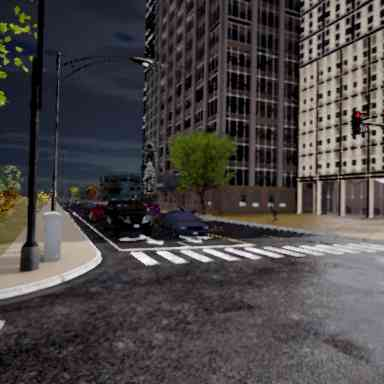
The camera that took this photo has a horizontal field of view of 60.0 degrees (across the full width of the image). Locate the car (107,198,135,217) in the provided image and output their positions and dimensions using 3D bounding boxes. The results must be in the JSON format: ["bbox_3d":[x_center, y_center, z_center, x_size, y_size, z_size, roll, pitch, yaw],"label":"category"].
[{"bbox_3d":[-8.525,1.828,39.530,2.150,2.045,5.566,2,-1,-22],"label":"car"}]

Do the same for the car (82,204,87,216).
[{"bbox_3d":[-11.872,2.066,39.087,2.033,1.411,5.357,2,-1,-23],"label":"car"}]

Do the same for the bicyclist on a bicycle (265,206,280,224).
[{"bbox_3d":[7.252,2.063,29.954,1.656,1.620,0.582,2,-1,-23],"label":"bicyclist on a bicycle"}]

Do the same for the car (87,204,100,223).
[{"bbox_3d":[-7.895,1.877,29.595,1.882,1.535,5.008,2,-1,-23],"label":"car"}]

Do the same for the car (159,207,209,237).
[{"bbox_3d":[-0.695,1.921,20.918,2.033,1.411,5.357,2,-1,-20],"label":"car"}]

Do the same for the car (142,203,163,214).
[{"bbox_3d":[-6.044,2.438,50.613,1.812,1.442,4.674,2,-1,-23],"label":"car"}]

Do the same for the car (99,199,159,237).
[{"bbox_3d":[-4.019,1.505,20.378,2.150,2.045,5.566,2,-1,-23],"label":"car"}]

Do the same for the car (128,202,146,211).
[{"bbox_3d":[-9.916,2.574,59.835,2.033,1.411,5.357,2,-1,-23],"label":"car"}]
